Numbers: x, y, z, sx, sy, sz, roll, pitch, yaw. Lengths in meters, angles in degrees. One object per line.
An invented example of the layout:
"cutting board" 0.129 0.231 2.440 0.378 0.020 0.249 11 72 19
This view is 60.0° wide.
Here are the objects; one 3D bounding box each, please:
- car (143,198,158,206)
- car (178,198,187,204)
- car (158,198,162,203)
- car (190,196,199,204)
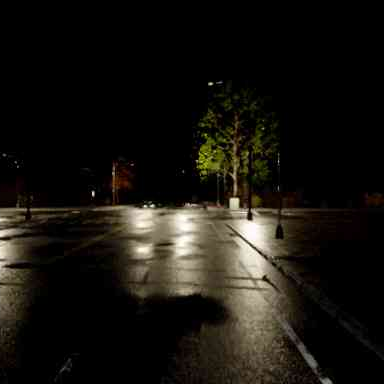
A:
"car" -9.444 2.097 73.840 2.097 1.767 4.553 0 -1 1
"car" -2.743 2.391 86.160 2.033 1.411 5.357 0 -1 1
"car" -9.190 2.275 89.416 1.882 1.535 5.008 0 -1 1
"car" 0.513 2.210 86.495 2.097 1.767 4.553 0 -1 1
